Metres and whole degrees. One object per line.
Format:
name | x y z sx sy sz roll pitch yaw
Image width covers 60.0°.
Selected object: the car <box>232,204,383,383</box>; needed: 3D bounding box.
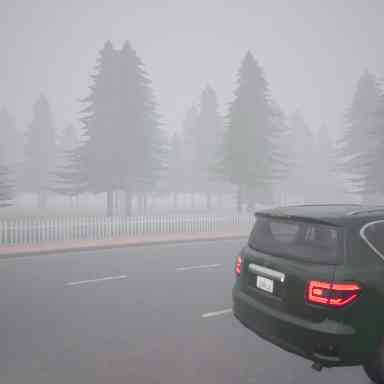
car | 3.277 1.222 5.331 5.566 2.045 2.150 0 0 -27
